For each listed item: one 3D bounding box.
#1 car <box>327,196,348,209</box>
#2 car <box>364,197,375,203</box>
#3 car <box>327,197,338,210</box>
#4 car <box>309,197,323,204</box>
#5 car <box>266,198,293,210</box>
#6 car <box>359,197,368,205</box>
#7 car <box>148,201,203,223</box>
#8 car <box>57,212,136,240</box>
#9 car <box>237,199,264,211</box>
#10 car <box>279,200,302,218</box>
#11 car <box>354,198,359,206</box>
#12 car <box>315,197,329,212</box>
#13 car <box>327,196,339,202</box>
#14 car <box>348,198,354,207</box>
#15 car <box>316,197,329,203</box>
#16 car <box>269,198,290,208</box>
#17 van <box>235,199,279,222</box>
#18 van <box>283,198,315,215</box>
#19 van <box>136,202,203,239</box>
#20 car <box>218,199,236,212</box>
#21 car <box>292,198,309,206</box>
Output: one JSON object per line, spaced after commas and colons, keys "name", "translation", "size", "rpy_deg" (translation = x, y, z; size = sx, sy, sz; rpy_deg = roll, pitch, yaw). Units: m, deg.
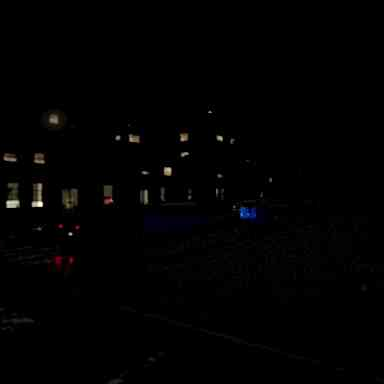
{"name": "car", "translation": [21.291, 1.563, 49.870], "size": [2.192, 1.841, 5.009], "rpy_deg": [0, 0, 35]}
{"name": "car", "translation": [43.513, 1.968, 81.494], "size": [1.947, 1.339, 4.313], "rpy_deg": [0, 0, 35]}
{"name": "car", "translation": [18.116, 1.795, 45.350], "size": [1.947, 1.339, 4.313], "rpy_deg": [0, 0, 35]}
{"name": "car", "translation": [27.044, 1.844, 72.633], "size": [1.752, 1.417, 4.829], "rpy_deg": [0, 0, 35]}
{"name": "car", "translation": [12.465, 1.706, 47.254], "size": [2.128, 1.511, 4.902], "rpy_deg": [0, 0, 36]}
{"name": "car", "translation": [33.989, 1.877, 67.940], "size": [1.887, 1.381, 4.507], "rpy_deg": [0, 0, 35]}
{"name": "car", "translation": [-1.266, 1.618, 27.834], "size": [1.882, 1.535, 5.008], "rpy_deg": [0, 0, 35]}
{"name": "car", "translation": [-4.557, 1.720, 17.758], "size": [1.895, 1.301, 4.718], "rpy_deg": [0, 0, 35]}
{"name": "car", "translation": [8.095, 1.742, 45.666], "size": [1.887, 1.381, 4.507], "rpy_deg": [0, 0, 35]}
{"name": "car", "translation": [8.592, 1.720, 31.796], "size": [1.887, 1.381, 4.507], "rpy_deg": [0, 0, 35]}
{"name": "car", "translation": [27.738, 1.815, 59.044], "size": [1.752, 1.417, 4.829], "rpy_deg": [0, 0, 35]}
{"name": "car", "translation": [15.040, 1.737, 40.972], "size": [1.752, 1.417, 4.829], "rpy_deg": [0, 0, 35]}
{"name": "car", "translation": [36.666, 1.829, 86.327], "size": [1.967, 1.590, 4.097], "rpy_deg": [0, 0, 35]}
{"name": "car", "translation": [24.466, 1.583, 54.388], "size": [2.192, 1.841, 5.009], "rpy_deg": [0, 0, 35]}
{"name": "car", "translation": [30.316, 1.908, 77.291], "size": [1.947, 1.339, 4.313], "rpy_deg": [0, 0, 35]}
{"name": "car", "translation": [14.444, 1.779, 54.701], "size": [1.887, 1.381, 4.507], "rpy_deg": [0, 0, 35]}
{"name": "van", "translation": [5.418, 1.500, 27.280], "size": [1.690, 1.788, 3.998], "rpy_deg": [0, 0, 35]}
{"name": "van", "translation": [11.767, 1.534, 36.315], "size": [1.690, 1.788, 3.998], "rpy_deg": [0, 0, 35]}
{"name": "van", "translation": [-0.931, 1.470, 18.243], "size": [1.690, 1.788, 3.998], "rpy_deg": [0, 0, 35]}
{"name": "car", "translation": [4.921, 1.619, 41.149], "size": [1.967, 1.590, 4.097], "rpy_deg": [0, 0, 35]}
{"name": "car", "translation": [20.793, 1.820, 63.737], "size": [1.887, 1.381, 4.507], "rpy_deg": [0, 0, 35]}
